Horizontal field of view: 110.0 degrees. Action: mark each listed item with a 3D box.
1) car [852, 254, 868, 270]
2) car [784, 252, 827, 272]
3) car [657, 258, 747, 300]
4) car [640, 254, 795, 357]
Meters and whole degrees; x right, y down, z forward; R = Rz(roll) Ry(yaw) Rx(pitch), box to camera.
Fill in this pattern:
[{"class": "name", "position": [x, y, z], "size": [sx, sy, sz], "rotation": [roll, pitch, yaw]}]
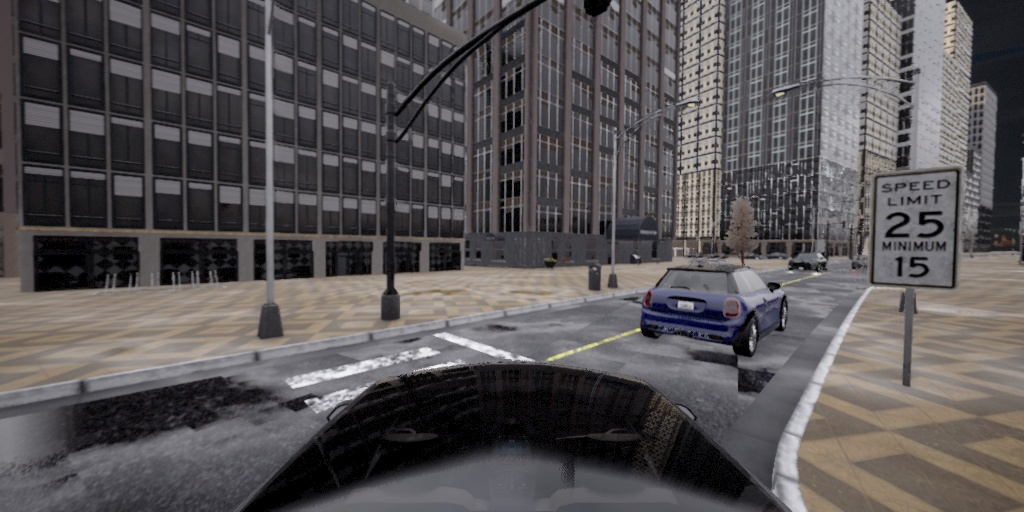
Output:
[{"class": "car", "position": [34.341, 0.586, 34.586], "size": [4.902, 1.511, 2.128], "rotation": [-1, 2, -39]}, {"class": "car", "position": [26.526, 0.460, 32.137], "size": [4.553, 1.767, 2.097], "rotation": [-1, 2, -40]}, {"class": "car", "position": [8.808, 0.915, 16.432], "size": [4.902, 1.511, 2.128], "rotation": [-1, 2, -43]}, {"class": "car", "position": [4.960, 0.967, 8.556], "size": [4.553, 1.767, 2.097], "rotation": [-1, 2, -44]}]
